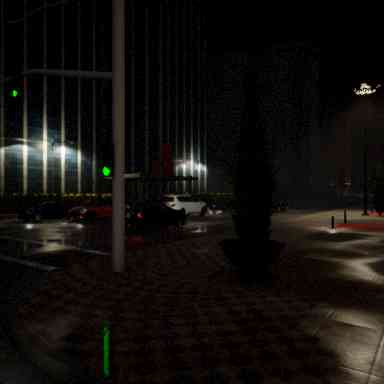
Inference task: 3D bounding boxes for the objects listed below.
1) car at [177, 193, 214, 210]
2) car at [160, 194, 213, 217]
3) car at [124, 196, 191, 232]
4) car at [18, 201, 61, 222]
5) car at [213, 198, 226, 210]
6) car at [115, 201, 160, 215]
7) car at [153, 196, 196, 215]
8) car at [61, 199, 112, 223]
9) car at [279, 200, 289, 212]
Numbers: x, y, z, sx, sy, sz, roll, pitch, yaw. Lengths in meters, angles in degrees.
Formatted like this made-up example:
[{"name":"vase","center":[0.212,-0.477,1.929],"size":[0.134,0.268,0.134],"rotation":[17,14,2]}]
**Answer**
[{"name":"car","center":[0.560,1.221,43.472],"size":[2.150,2.045,5.566],"rotation":[0,0,35]},{"name":"car","center":[-0.797,1.221,28.959],"size":[2.150,2.045,5.566],"rotation":[0,0,35]},{"name":"car","center":[-2.363,1.352,20.589],"size":[2.097,1.767,4.553],"rotation":[0,0,35]},{"name":"car","center":[-11.235,1.478,26.574],"size":[1.882,1.535,5.008],"rotation":[0,0,35]},{"name":"car","center":[4.129,1.491,42.470],"size":[2.128,1.511,4.902],"rotation":[0,0,35]},{"name":"car","center":[-5.573,1.601,34.699],"size":[1.895,1.301,4.718],"rotation":[0,0,35]},{"name":"car","center":[-1.711,1.352,34.113],"size":[2.097,1.767,4.553],"rotation":[0,0,35]},{"name":"car","center":[-7.400,1.352,25.952],"size":[2.097,1.767,4.553],"rotation":[0,0,35]},{"name":"car","center":[9.453,1.505,37.550],"size":[1.837,1.490,4.892],"rotation":[0,0,35]}]
